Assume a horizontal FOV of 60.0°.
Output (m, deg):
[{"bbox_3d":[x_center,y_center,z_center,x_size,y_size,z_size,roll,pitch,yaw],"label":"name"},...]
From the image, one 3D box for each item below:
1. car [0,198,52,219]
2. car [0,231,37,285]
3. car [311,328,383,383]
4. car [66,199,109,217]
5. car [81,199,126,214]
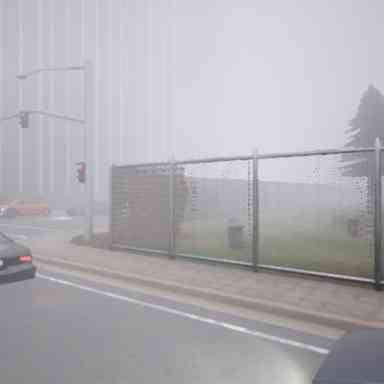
[{"bbox_3d":[-14.820,1.322,29.183,2.097,1.767,4.553,0,0,36],"label":"car"},{"bbox_3d":[-6.007,1.556,8.624,5.357,1.411,2.033,0,0,41],"label":"car"},{"bbox_3d":[3.350,1.546,1.601,5.357,1.411,2.033,0,0,35],"label":"car"},{"bbox_3d":[-9.406,1.531,30.726,1.994,1.385,4.181,0,0,36],"label":"car"},{"bbox_3d":[-9.570,1.496,36.478,1.812,1.442,4.674,0,0,36],"label":"car"}]
